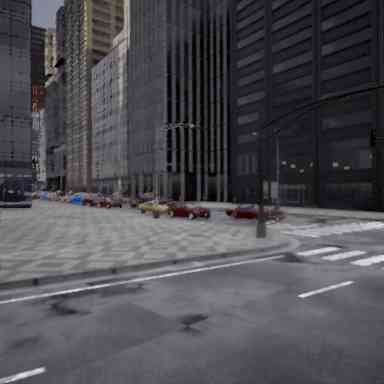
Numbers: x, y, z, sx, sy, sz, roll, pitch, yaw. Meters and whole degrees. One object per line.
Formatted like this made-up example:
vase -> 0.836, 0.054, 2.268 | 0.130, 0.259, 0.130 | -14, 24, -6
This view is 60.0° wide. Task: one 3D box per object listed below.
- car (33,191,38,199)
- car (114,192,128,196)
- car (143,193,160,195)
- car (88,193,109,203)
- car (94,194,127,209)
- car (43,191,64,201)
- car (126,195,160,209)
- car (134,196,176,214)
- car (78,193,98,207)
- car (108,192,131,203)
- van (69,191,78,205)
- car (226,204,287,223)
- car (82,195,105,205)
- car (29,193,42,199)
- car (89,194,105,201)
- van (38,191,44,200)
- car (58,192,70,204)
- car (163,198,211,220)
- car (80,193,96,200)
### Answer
car -> -33.172, 0.734, 72.980 | 2.192, 1.841, 5.009 | 0, 0, -36
car -> -11.115, 1.168, 52.520 | 2.128, 1.511, 4.902 | 0, 1, -35
car -> -6.497, 1.014, 50.615 | 2.192, 1.841, 5.009 | 0, 0, -36
car -> -17.106, 1.070, 60.730 | 2.128, 1.511, 4.902 | 0, 1, -36
car -> -10.118, 1.349, 41.066 | 1.887, 1.381, 4.507 | 0, 0, -36
car -> -26.586, 0.974, 63.863 | 1.967, 1.590, 4.097 | 0, 0, -36
car -> -5.723, 1.383, 39.689 | 1.994, 1.385, 4.181 | 0, 1, -36
car -> -3.431, 1.428, 31.809 | 1.752, 1.417, 4.829 | 0, 0, -36
car -> -13.410, 1.068, 45.624 | 2.192, 1.841, 5.009 | 0, 0, -36
car -> -13.084, 0.908, 59.733 | 2.192, 1.841, 5.009 | 0, 0, -36
van -> -16.704, 1.042, 50.184 | 1.690, 1.788, 3.998 | 0, 0, -36
car -> 4.772, 1.568, 25.114 | 1.895, 1.301, 4.718 | 0, 1, -35
car -> -16.123, 1.255, 54.246 | 2.033, 1.411, 5.357 | 0, 1, -36
car -> -36.468, 0.911, 77.541 | 2.008, 1.369, 4.403 | 0, 0, -36
car -> -19.674, 1.062, 68.853 | 1.802, 1.307, 4.206 | 0, 0, -36
van -> -29.878, 0.818, 68.421 | 1.690, 1.788, 3.998 | 0, 0, -36
car -> -19.999, 1.198, 54.744 | 2.008, 1.369, 4.403 | 0, 0, -36
car -> -0.236, 1.491, 27.388 | 1.887, 1.381, 4.507 | 0, 0, -36
car -> -22.967, 0.967, 73.412 | 1.887, 1.381, 4.507 | 0, 0, -36
